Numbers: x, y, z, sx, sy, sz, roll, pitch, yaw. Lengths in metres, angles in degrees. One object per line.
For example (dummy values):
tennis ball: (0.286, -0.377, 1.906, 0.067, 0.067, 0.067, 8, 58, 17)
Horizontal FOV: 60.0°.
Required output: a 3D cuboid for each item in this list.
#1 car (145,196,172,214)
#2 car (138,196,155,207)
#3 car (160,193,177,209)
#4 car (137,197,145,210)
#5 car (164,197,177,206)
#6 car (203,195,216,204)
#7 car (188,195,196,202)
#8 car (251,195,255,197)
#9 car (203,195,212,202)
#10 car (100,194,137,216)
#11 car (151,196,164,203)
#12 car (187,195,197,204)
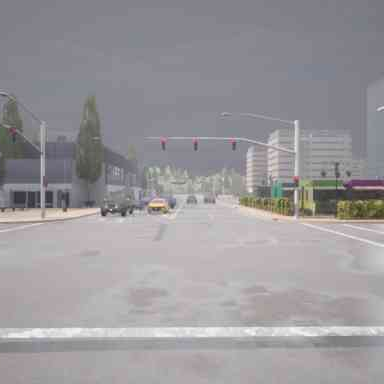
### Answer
car: (-3.599, 1.477, 36.168, 1.882, 1.535, 5.008, 0, 0, 0)
car: (-7.101, 1.477, 52.208, 1.882, 1.535, 5.008, 0, 0, 0)
car: (-3.598, 1.221, 46.087, 2.150, 2.045, 5.566, 0, 0, 0)
car: (-7.101, 1.564, 41.643, 1.994, 1.385, 4.181, 0, 0, 0)
car: (-3.597, 1.564, 56.027, 1.994, 1.385, 4.181, 0, 0, 0)
car: (3.486, 1.491, 63.734, 2.128, 1.511, 4.902, 0, 0, 0)
car: (-0.017, 1.372, 74.007, 1.837, 1.490, 4.892, 0, 0, 0)
car: (17.749, 1.153, 86.905, 4.605, 1.855, 1.932, 0, 0, -2)
car: (3.483, 1.397, 74.009, 1.812, 1.442, 4.674, 0, 0, 0)
car: (-7.126, 1.221, 32.239, 2.150, 2.045, 5.566, 0, 0, 1)
car: (-7.016, 1.547, 68.252, 2.033, 1.411, 5.357, 0, 0, 0)
car: (-0.014, 1.491, 63.733, 2.128, 1.511, 4.902, 0, 0, 0)
